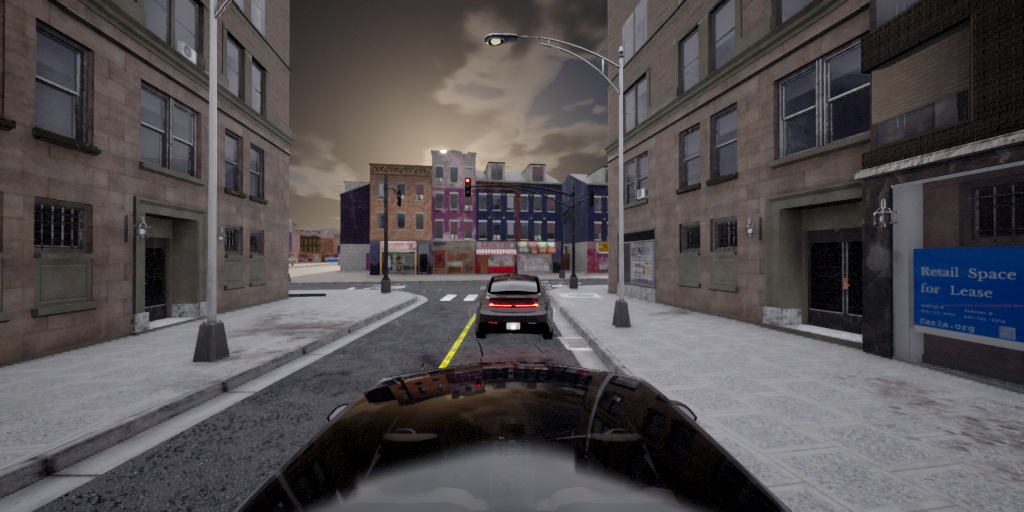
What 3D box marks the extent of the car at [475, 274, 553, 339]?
[{"bbox_3d":[0.098,1.256,10.110,1.837,1.490,4.892,0,0,2],"label":"car"}]
